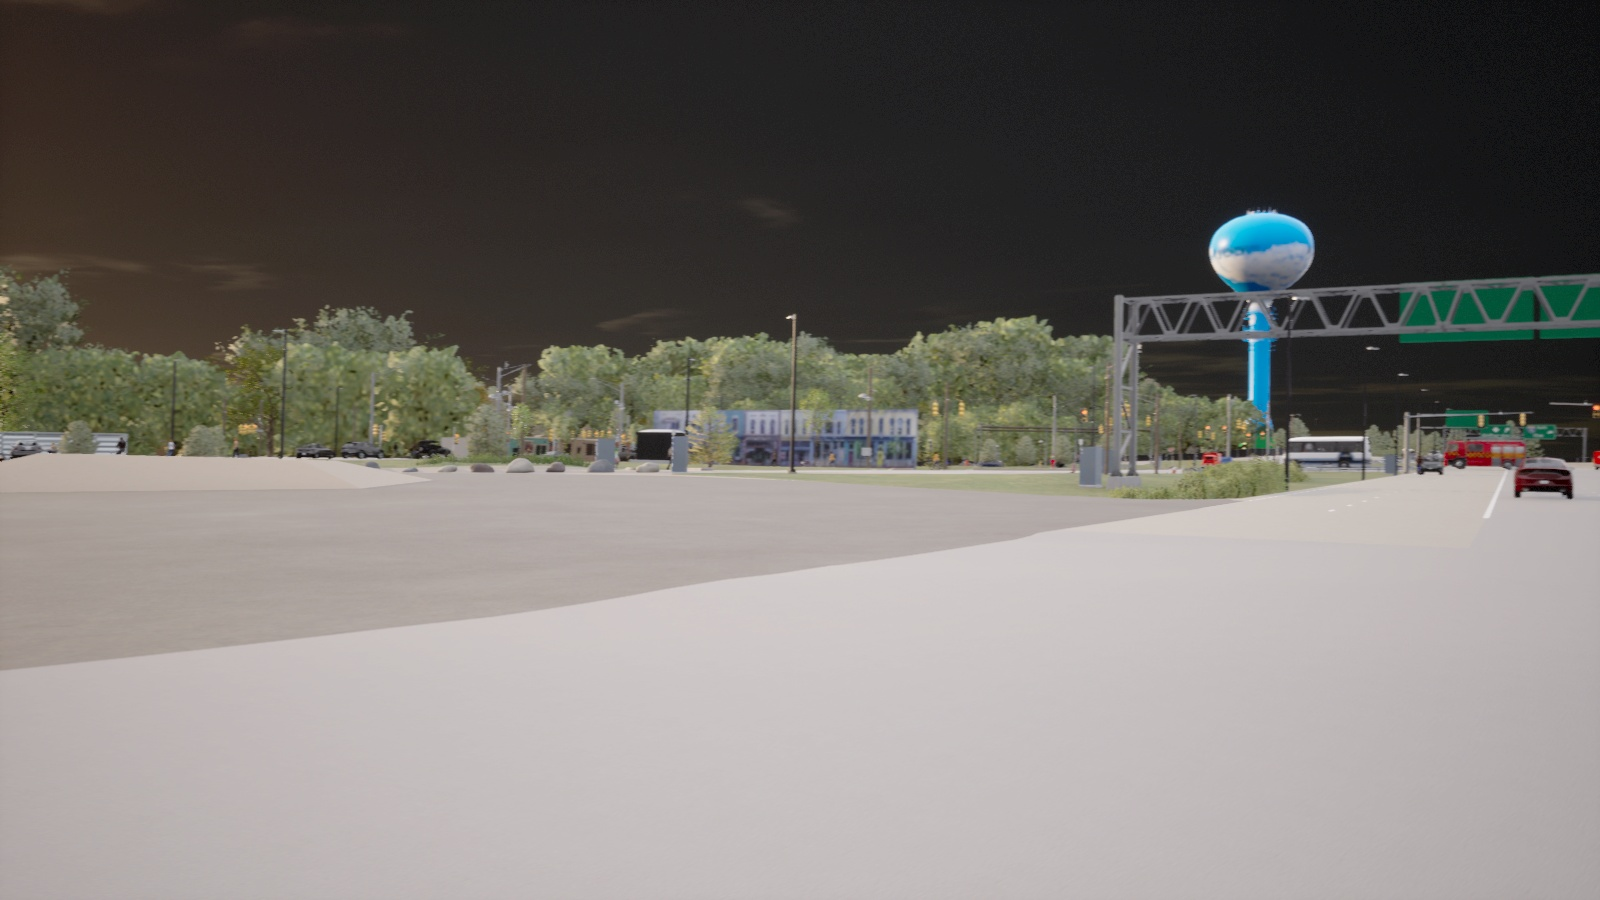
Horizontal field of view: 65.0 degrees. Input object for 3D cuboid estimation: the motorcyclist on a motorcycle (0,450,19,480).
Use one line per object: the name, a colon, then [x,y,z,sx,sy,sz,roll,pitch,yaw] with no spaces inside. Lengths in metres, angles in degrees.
motorcyclist on a motorcycle: [-42.125,0.805,65.502,2.191,1.530,0.866,-1,4,-20]

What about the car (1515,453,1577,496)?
car: [28.311,0.904,47.770,1.882,1.535,5.008,0,0,29]
